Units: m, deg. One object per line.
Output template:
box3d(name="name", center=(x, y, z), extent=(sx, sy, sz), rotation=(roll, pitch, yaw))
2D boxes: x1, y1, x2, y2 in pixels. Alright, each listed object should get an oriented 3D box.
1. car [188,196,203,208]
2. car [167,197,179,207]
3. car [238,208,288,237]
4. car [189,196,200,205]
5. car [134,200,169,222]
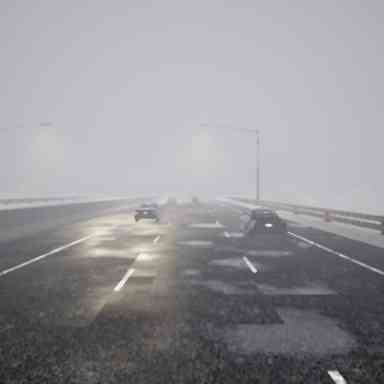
box3d(name="car", center=(0.418, 1.539, 48.334), extent=(1.812, 1.442, 4.674), rotation=(0, 0, 0))
box3d(name="car", center=(-3.136, 1.561, 52.272), extent=(2.033, 1.411, 5.357), rotation=(0, 0, 1))
box3d(name="car", center=(3.695, 1.564, 17.902), extent=(1.994, 1.385, 4.181), rotation=(0, 0, 0))
box3d(name="car", center=(0.430, 1.524, 60.795), extent=(1.837, 1.490, 4.892), rotation=(0, 0, 0))
box3d(name="car", center=(-3.289, 1.548, 26.193), extent=(2.033, 1.411, 5.357), rotation=(0, 0, 1))
